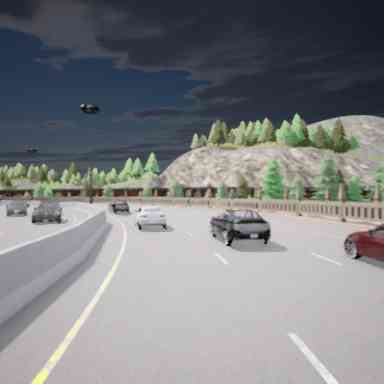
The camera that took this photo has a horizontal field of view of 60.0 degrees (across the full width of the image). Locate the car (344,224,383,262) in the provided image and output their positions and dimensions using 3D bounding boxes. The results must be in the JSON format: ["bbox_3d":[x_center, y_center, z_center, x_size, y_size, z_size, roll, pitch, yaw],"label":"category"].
[{"bbox_3d":[6.390,1.532,9.723,1.812,1.442,4.674,0,0,-6],"label":"car"}]

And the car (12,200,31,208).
[{"bbox_3d":[-31.640,2.154,61.668,1.994,1.385,4.181,0,0,-42],"label":"car"}]

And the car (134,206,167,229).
[{"bbox_3d":[-2.871,1.650,22.547,1.812,1.442,4.674,0,0,-14],"label":"car"}]

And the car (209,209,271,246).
[{"bbox_3d":[2.092,1.549,15.582,2.128,1.511,4.902,0,0,-9],"label":"car"}]

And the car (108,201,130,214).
[{"bbox_3d":[-8.752,1.758,39.593,2.128,1.511,4.902,0,0,-24],"label":"car"}]

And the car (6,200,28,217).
[{"bbox_3d":[-18.802,1.830,35.939,2.128,1.511,4.902,0,0,-25],"label":"car"}]

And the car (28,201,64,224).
[{"bbox_3d":[-11.564,1.568,26.872,2.097,1.767,4.553,0,0,-18],"label":"car"}]
